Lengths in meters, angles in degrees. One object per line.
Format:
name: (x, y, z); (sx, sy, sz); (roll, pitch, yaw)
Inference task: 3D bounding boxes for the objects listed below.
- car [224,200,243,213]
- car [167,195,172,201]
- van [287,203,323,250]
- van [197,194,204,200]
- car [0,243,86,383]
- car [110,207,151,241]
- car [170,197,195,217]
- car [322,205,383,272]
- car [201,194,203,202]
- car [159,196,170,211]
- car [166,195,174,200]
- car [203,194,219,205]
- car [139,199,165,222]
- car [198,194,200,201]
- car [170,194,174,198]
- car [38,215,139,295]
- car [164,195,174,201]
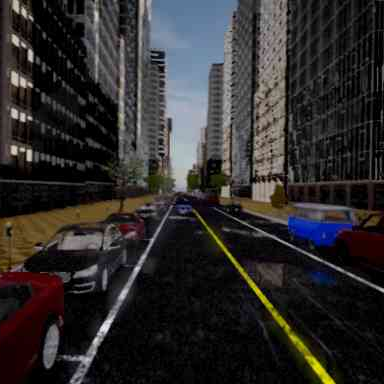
car: (4.592, 1.610, 37.153); (2.008, 1.369, 4.403); (0, 0, -2)
car: (-4.207, 1.494, 48.200); (1.802, 1.307, 4.206); (0, 0, -2)
van: (5.442, 1.424, 14.435); (1.690, 1.788, 3.998); (0, 0, -2)
van: (2.471, 1.336, 93.950); (1.690, 1.788, 3.998); (0, 0, -2)
car: (-2.509, 1.503, 2.763); (1.887, 1.381, 4.507); (0, 0, -2)
car: (-2.934, 1.529, 14.122); (1.802, 1.307, 4.206); (0, 0, -2)
car: (-0.868, 1.499, 31.147); (1.812, 1.442, 4.674); (1, 0, -2)
car: (5.654, 1.403, 8.755); (2.192, 1.841, 5.009); (0, 0, -2)
car: (3.532, 1.344, 65.553); (2.192, 1.841, 5.009); (0, 0, -2)
car: (-3.782, 1.475, 36.840); (2.008, 1.369, 4.403); (0, 0, -2)
car: (-5.692, 1.417, 87.958); (2.008, 1.369, 4.403); (0, 0, -2)
car: (3.744, 1.350, 59.872); (2.192, 1.841, 5.009); (0, 0, -2)
car: (-3.358, 1.486, 25.481); (2.008, 1.369, 4.403); (0, 0, -2)
car: (3.107, 1.456, 76.912); (1.967, 1.590, 4.097); (0, 0, -2)
car: (-4.418, 1.346, 53.879); (1.967, 1.590, 4.097); (0, 0, -2)
car: (-2.722, 1.503, 8.442); (2.008, 1.369, 4.403); (0, 0, -2)
car: (-5.268, 1.446, 76.599); (1.947, 1.339, 4.313); (0, 0, -2)
